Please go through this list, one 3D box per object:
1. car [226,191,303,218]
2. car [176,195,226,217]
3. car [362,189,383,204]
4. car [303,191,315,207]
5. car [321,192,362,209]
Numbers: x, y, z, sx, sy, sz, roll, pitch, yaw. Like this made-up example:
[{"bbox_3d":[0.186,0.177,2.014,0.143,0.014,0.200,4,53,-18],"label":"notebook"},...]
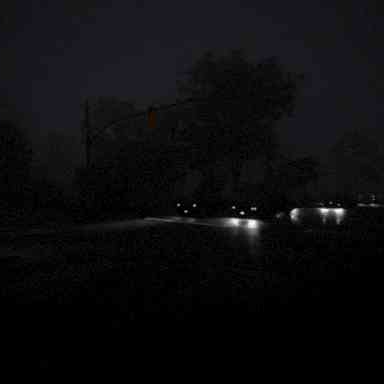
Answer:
[{"bbox_3d":[4.851,0.825,21.707,2.033,1.411,5.357,0,1,45],"label":"car"},{"bbox_3d":[1.142,0.892,22.931,1.895,1.301,4.718,0,1,45],"label":"car"},{"bbox_3d":[25.956,0.615,47.965,2.150,2.045,5.566,0,0,45],"label":"car"},{"bbox_3d":[10.087,0.697,32.002,1.837,1.490,4.892,0,1,45],"label":"car"},{"bbox_3d":[13.542,0.789,30.521,1.994,1.385,4.181,0,0,45],"label":"car"}]
